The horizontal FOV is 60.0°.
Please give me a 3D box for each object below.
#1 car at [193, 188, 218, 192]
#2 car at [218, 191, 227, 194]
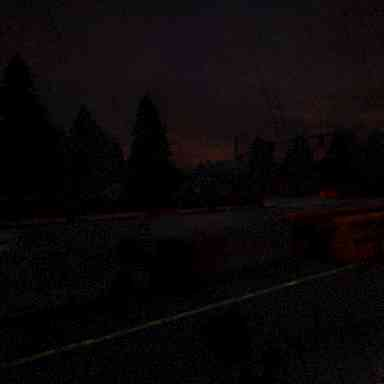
[{"bbox_3d":[1.203,0.345,55.061,2.150,2.045,5.566,-2,1,-35],"label":"car"},{"bbox_3d":[5.143,0.551,55.541,1.812,1.442,4.674,-2,1,-35],"label":"car"}]
